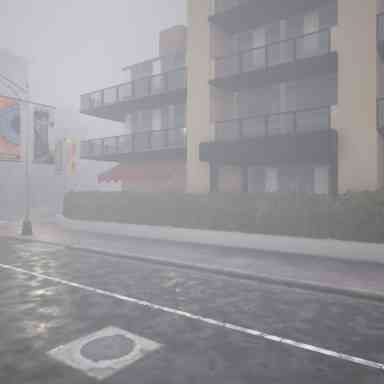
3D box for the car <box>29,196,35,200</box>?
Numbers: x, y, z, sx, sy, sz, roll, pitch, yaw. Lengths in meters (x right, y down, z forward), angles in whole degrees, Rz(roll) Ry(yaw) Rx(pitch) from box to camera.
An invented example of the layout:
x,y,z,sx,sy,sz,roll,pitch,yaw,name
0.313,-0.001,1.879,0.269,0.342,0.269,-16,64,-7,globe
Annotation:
x,y,z,sx,sy,sz,roll,pitch,yaw,name
-36.054,1.480,72.144,4.892,1.521,2.231,0,0,36,car
